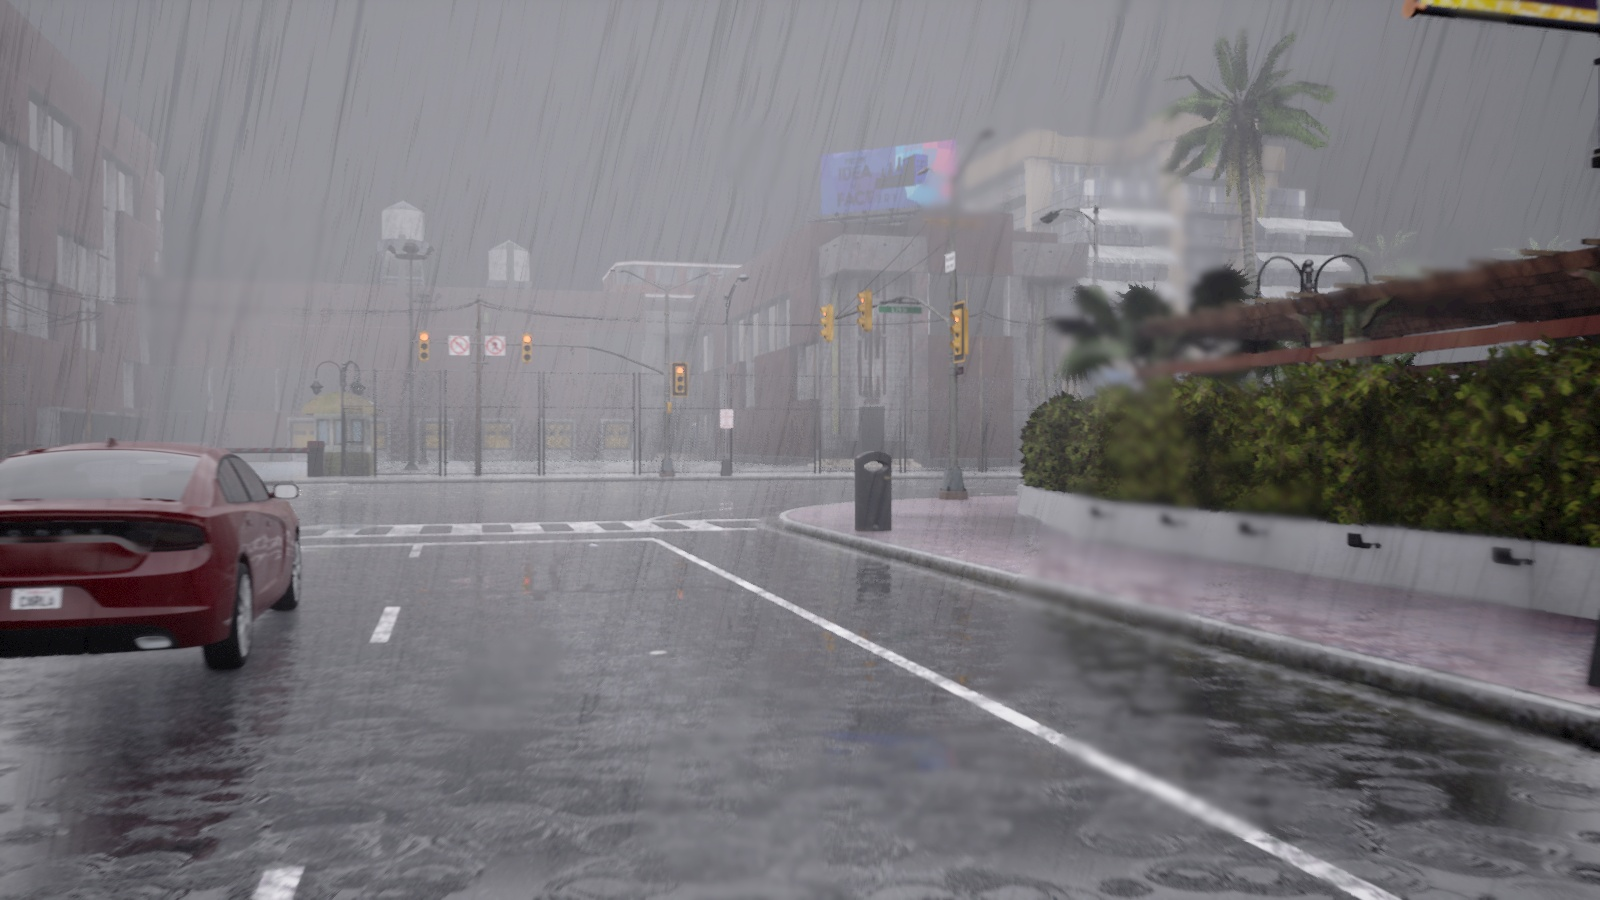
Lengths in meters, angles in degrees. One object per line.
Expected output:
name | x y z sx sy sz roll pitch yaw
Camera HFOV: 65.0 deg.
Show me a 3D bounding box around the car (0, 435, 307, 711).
car | -4.979 0.668 9.406 1.882 1.535 5.008 0 0 -15
